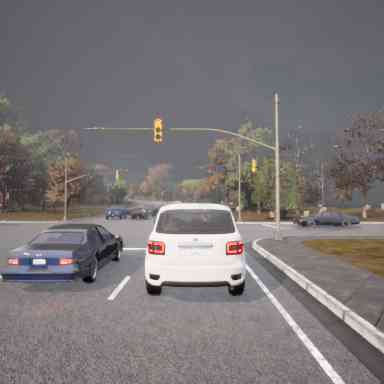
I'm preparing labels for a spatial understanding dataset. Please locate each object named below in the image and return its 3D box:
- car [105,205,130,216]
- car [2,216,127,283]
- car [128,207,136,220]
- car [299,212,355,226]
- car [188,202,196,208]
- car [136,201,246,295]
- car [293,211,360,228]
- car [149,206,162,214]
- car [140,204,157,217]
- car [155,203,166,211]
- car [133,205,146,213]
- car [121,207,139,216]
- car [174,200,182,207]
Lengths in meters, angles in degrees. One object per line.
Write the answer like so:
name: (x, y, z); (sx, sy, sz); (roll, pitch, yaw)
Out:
car: (-10.636, 2.798, 47.068); (2.150, 2.045, 5.566); (0, -2, -2)
car: (-3.423, 1.662, 9.949); (2.033, 1.411, 5.357); (0, -1, 0)
car: (-7.114, 3.133, 45.710); (1.895, 1.301, 4.718); (0, -2, -1)
car: (13.130, 2.590, 32.579); (4.718, 1.301, 1.895); (0, -3, -2)
car: (-0.086, 3.335, 84.172); (1.994, 1.385, 4.181); (0, 0, -1)
car: (0.078, 1.318, 9.096); (2.150, 2.045, 5.566); (0, -1, 0)
car: (11.700, 2.379, 29.034); (5.357, 1.411, 2.033); (0, -3, -2)
car: (-7.079, 3.466, 65.160); (1.895, 1.301, 4.718); (0, 0, 0)
car: (-7.123, 2.995, 55.238); (2.150, 2.045, 5.566); (0, -1, 0)
car: (-7.045, 3.363, 75.857); (2.033, 1.411, 5.357); (0, 0, 0)
car: (-10.550, 3.465, 67.644); (1.895, 1.301, 4.718); (0, 0, 0)
car: (-10.612, 3.356, 57.360); (2.033, 1.411, 5.357); (0, -1, 1)
car: (-3.646, 3.073, 87.359); (1.882, 1.535, 5.008); (0, 0, -3)
